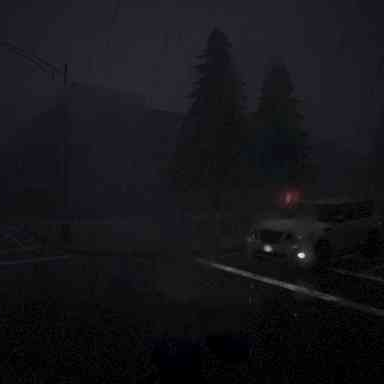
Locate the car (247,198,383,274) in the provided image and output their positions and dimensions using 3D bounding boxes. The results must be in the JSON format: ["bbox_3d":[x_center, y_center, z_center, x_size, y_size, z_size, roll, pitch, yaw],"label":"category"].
[{"bbox_3d":[4.276,1.235,11.075,5.566,2.045,2.150,0,0,-39],"label":"car"}]
